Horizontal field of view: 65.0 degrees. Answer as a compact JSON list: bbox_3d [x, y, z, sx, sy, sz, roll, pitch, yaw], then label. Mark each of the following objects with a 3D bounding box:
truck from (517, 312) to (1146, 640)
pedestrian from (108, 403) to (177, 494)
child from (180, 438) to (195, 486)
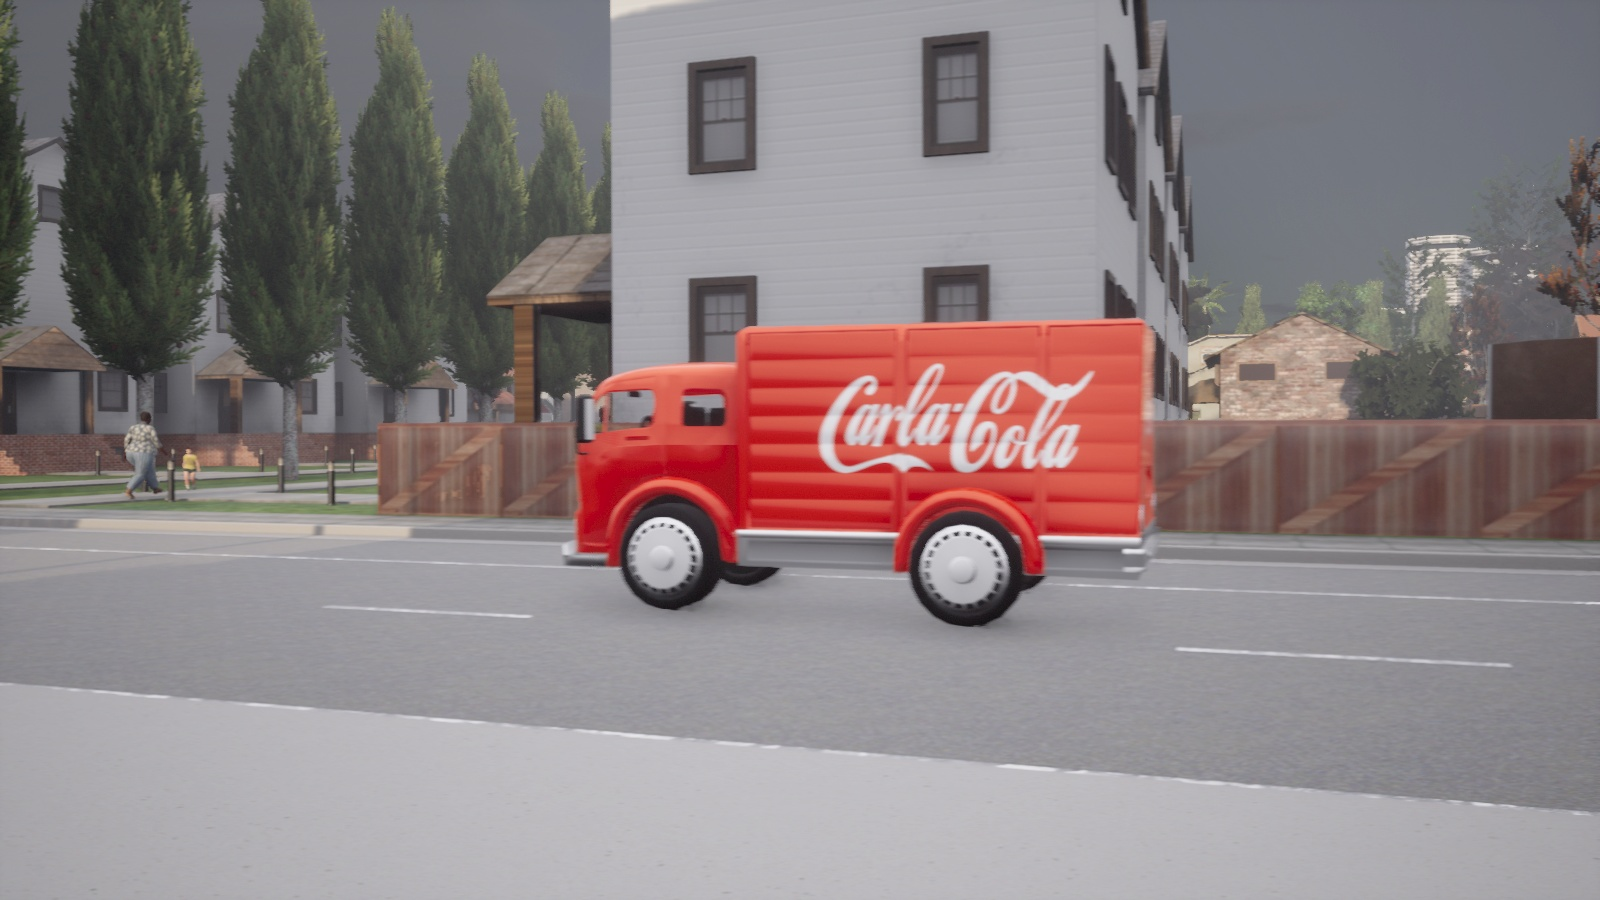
[{"bbox_3d":[0.387,0.157,11.496,5.204,2.467,2.627,1,1,19],"label":"truck"},{"bbox_3d":[-13.631,-0.037,26.038,0.874,1.855,0.900,1,1,19],"label":"pedestrian"},{"bbox_3d":[-14.428,0.284,29.584,0.255,1.110,0.394,0,1,-14],"label":"child"}]
